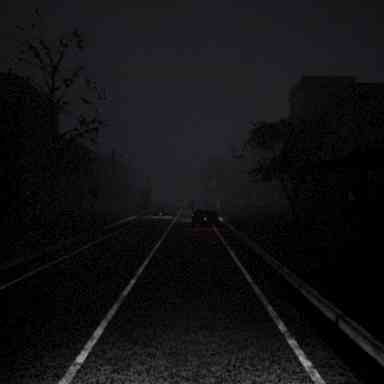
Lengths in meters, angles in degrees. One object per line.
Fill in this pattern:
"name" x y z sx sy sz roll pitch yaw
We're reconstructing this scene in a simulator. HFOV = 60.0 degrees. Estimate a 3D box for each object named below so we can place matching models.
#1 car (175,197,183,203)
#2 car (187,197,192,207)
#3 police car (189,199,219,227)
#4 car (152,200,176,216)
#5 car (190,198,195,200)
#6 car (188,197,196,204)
"car" -3.000 1.846 76.784 1.895 1.301 4.718 0 0 0
"car" 0.000 1.900 60.245 2.128 1.511 4.902 0 0 0
"police car" 0.900 1.583 24.516 1.930 1.638 5.238 0 0 0
"car" -3.099 1.795 35.422 2.033 1.411 5.357 0 0 0
"car" 0.900 1.717 34.406 1.882 1.535 5.008 0 0 0
"car" 0.000 1.890 75.273 1.895 1.301 4.718 0 0 0
